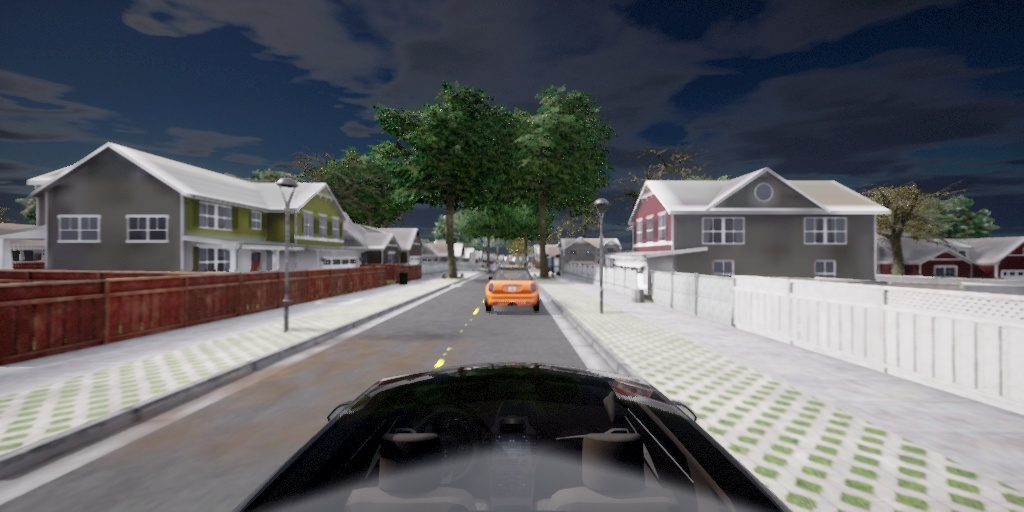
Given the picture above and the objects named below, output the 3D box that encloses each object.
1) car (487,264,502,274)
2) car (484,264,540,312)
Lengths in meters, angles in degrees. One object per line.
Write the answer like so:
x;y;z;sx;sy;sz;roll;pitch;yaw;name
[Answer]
-2.738;1.953;56.304;2.128;1.511;4.902;0;-1;0;car
0.024;1.244;15.269;2.097;1.767;4.553;0;-1;0;car
